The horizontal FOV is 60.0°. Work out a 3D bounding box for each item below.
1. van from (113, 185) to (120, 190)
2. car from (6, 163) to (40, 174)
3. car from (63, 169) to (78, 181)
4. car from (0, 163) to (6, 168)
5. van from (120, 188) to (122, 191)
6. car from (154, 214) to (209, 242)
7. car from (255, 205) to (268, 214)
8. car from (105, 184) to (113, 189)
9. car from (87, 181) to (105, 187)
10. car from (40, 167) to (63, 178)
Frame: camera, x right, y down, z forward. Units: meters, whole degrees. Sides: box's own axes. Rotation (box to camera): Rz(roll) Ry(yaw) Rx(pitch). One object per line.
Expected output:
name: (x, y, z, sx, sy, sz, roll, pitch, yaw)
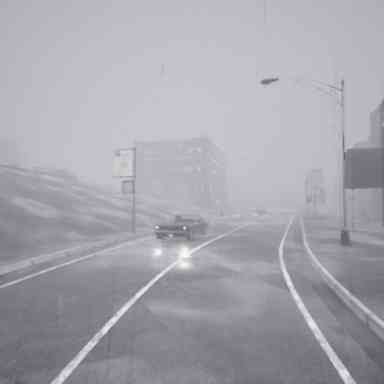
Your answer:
van: (-17.546, -0.579, 71.628, 1.878, 1.987, 4.442, 0, -4, 2)
car: (-20.414, -2.545, 38.321, 2.231, 1.521, 4.892, 0, -3, 9)
car: (-18.988, -2.149, 49.471, 2.435, 2.045, 5.566, 0, -3, 7)
car: (-21.270, -2.789, 32.973, 2.002, 1.452, 4.674, 0, -3, 10)
van: (-17.468, -0.141, 77.149, 1.878, 1.987, 4.442, 1, -4, 1)
car: (-0.449, 1.896, 18.537, 1.895, 1.301, 4.718, 0, -1, 16)
car: (12.042, 3.097, 57.779, 1.837, 1.490, 4.892, 0, -2, 18)
car: (-17.773, -0.740, 65.957, 2.002, 1.452, 4.674, 0, -4, 3)
car: (-18.075, -1.135, 60.437, 2.002, 1.452, 4.674, 0, -4, 4)
car: (-19.648, -2.358, 43.903, 2.185, 1.767, 4.553, 0, -3, 8)
